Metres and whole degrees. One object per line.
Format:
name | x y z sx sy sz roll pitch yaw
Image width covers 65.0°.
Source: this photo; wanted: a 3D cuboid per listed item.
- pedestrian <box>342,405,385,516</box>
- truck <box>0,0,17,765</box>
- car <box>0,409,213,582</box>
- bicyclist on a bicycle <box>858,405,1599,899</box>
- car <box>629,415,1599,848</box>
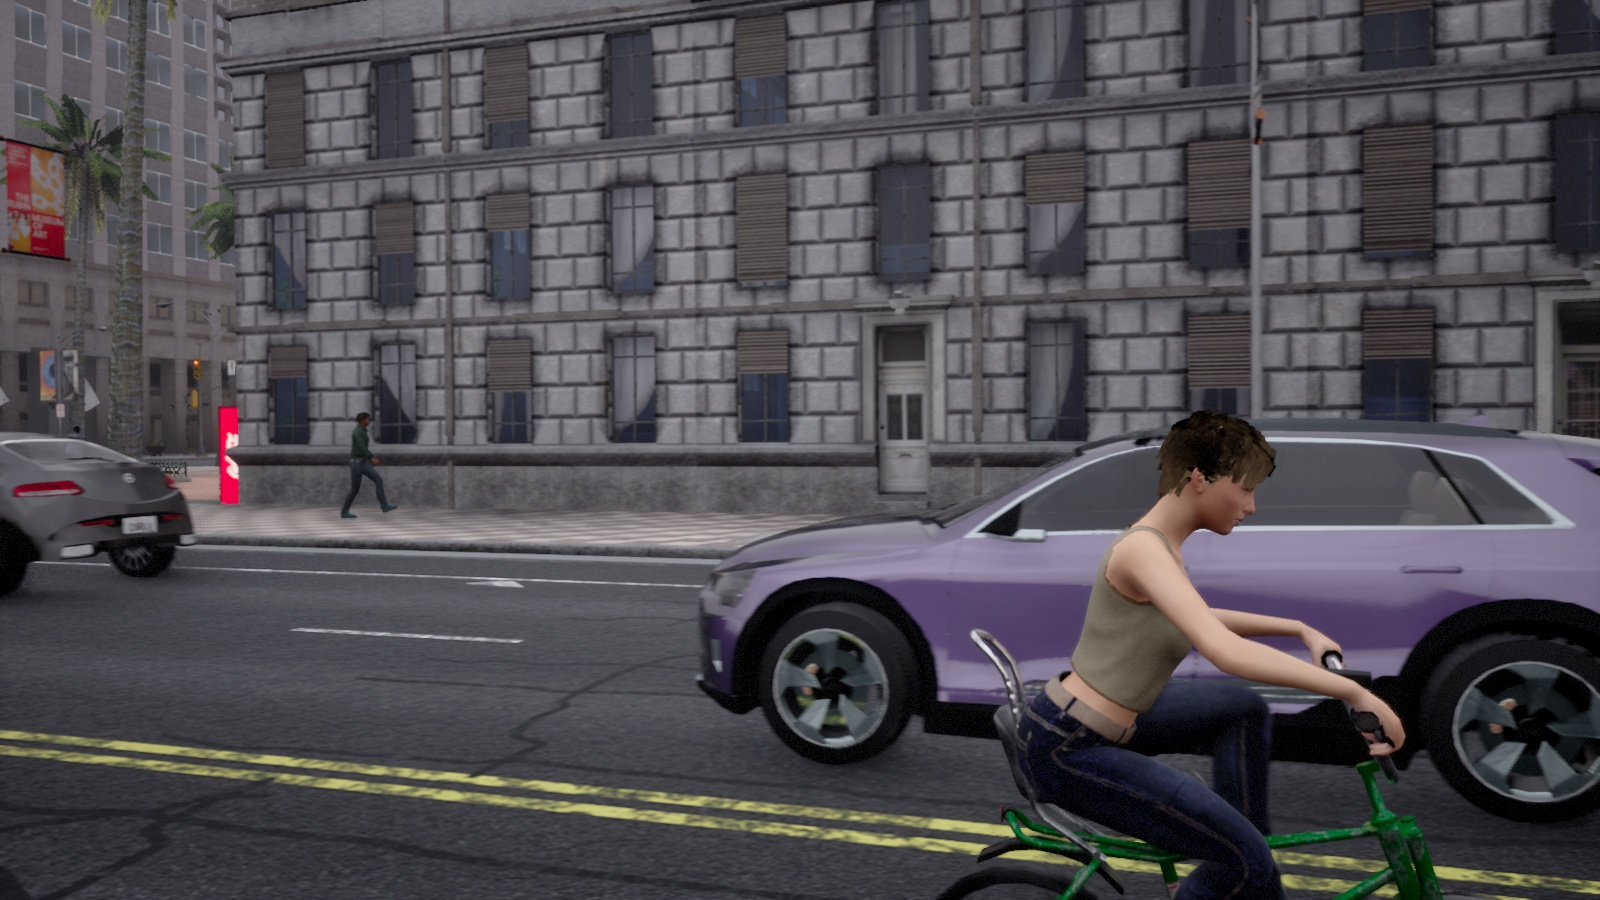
pedestrian | -7.343 0.176 21.133 0.614 1.847 0.353 0 1 -4
truck | -8.236 -0.423 6.043 8.468 3.827 2.891 0 1 19
car | -9.269 0.405 13.832 5.027 1.651 2.152 0 1 20
bicyclist on a bicycle | 0.978 0.725 2.825 1.509 1.612 0.866 1 1 18
car | 1.795 0.668 6.297 4.856 1.649 2.033 1 1 19
